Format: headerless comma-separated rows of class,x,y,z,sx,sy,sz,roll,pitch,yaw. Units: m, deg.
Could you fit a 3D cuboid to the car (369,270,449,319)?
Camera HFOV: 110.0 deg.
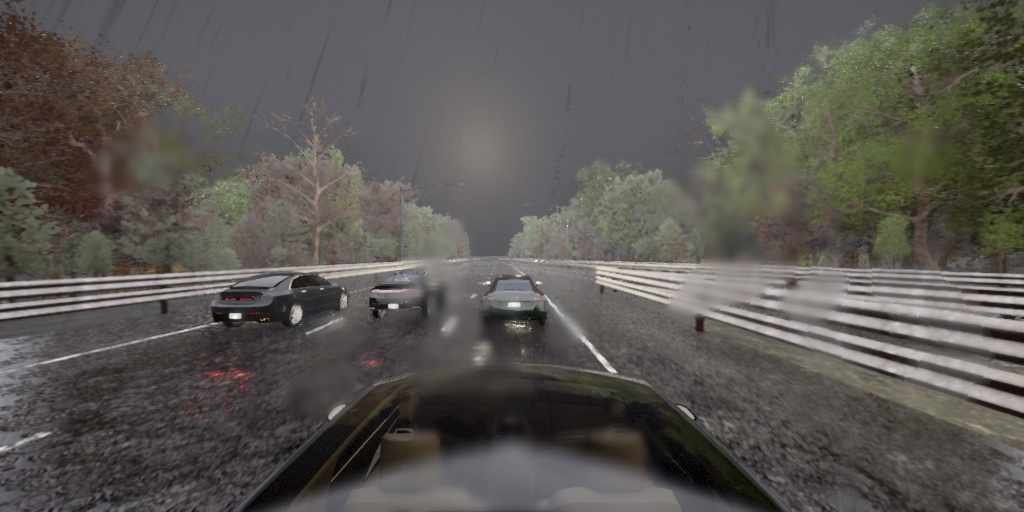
car,-3.460,1.246,12.832,2.128,1.511,4.902,0,0,0

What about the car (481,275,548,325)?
car,0.047,1.317,11.898,1.994,1.385,4.181,0,0,0

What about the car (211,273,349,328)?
car,-6.949,1.260,11.406,1.837,1.490,4.892,0,0,0

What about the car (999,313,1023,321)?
car,14.181,1.303,7.533,2.163,1.488,4.792,0,0,-14
